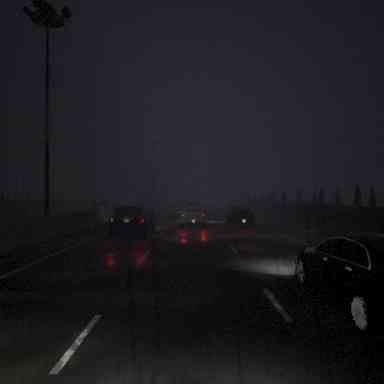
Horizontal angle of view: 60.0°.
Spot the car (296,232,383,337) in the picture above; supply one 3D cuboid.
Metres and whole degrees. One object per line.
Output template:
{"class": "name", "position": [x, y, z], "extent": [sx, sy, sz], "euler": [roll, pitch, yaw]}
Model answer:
{"class": "car", "position": [3.598, 1.577, 6.740], "extent": [1.837, 1.490, 4.892], "euler": [0, -1, 0]}

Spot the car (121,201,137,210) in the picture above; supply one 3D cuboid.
{"class": "car", "position": [-10.517, 2.193, 55.893], "extent": [1.895, 1.301, 4.718], "euler": [0, -1, 0]}

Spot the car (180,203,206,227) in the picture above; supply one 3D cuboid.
{"class": "car", "position": [0.099, 1.791, 25.010], "extent": [1.812, 1.442, 4.674], "euler": [0, -1, 0]}

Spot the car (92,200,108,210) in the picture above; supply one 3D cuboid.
{"class": "car", "position": [-14.033, 2.057, 51.839], "extent": [1.837, 1.490, 4.892], "euler": [0, -1, 1]}

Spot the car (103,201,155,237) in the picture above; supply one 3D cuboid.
{"class": "car", "position": [-3.401, 1.559, 19.460], "extent": [2.097, 1.767, 4.553], "euler": [0, -1, 0]}

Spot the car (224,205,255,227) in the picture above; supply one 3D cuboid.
{"class": "car", "position": [3.598, 1.775, 25.484], "extent": [1.837, 1.490, 4.892], "euler": [0, -1, 0]}
